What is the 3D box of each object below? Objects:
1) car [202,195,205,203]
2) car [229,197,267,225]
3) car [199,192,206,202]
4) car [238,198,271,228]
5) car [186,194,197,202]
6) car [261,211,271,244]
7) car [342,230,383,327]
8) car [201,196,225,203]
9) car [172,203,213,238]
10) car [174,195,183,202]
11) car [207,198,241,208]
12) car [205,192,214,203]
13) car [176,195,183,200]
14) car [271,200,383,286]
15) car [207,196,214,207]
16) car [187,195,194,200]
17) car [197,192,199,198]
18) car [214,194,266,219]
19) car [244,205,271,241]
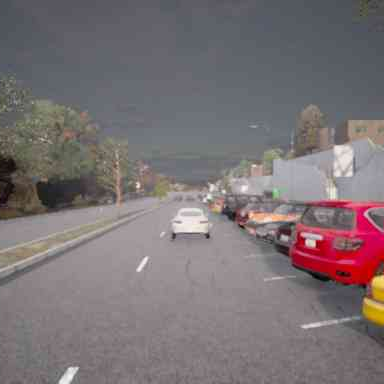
[{"bbox_3d":[4.812,1.722,59.166,4.792,1.488,2.163,1,0,-20],"label":"car"},{"bbox_3d":[4.958,1.362,20.126,4.553,1.767,2.185,1,0,-20],"label":"car"},{"bbox_3d":[4.799,1.446,62.165,5.566,2.045,2.435,1,0,-20],"label":"car"},{"bbox_3d":[5.036,1.359,17.141,4.553,1.767,2.185,1,0,-20],"label":"car"},{"bbox_3d":[-0.401,1.475,81.616,2.097,1.767,4.553,0,0,0],"label":"car"},{"bbox_3d":[5.059,1.511,11.146,4.792,1.488,2.163,1,0,-20],"label":"car"},{"bbox_3d":[5.234,1.483,5.194,5.366,1.575,1.946,1,0,-20],"label":"car"},{"bbox_3d":[4.864,1.642,77.240,5.366,1.575,1.946,1,0,-20],"label":"car"},{"bbox_3d":[-0.070,1.525,17.418,1.812,1.442,4.674,0,0,0],"label":"car"},{"bbox_3d":[-3.407,1.635,82.864,1.812,1.442,4.674,0,0,0],"label":"car"},{"bbox_3d":[4.835,1.693,50.141,4.674,1.452,2.002,1,0,-20],"label":"car"},{"bbox_3d":[4.874,1.315,38.123,5.566,2.045,2.435,1,0,-20],"label":"car"},{"bbox_3d":[-3.459,1.501,92.902,1.994,1.385,4.181,0,0,0],"label":"car"},{"bbox_3d":[5.077,1.231,8.143,5.566,2.045,2.435,1,0,-20],"label":"car"},{"bbox_3d":[4.736,1.541,35.069,5.366,1.575,1.946,1,0,-20],"label":"car"},{"bbox_3d":[-0.453,1.469,91.719,1.994,1.385,4.181,0,0,0],"label":"car"},{"bbox_3d":[4.701,1.431,71.145,5.566,2.045,2.435,1,1,-20],"label":"car"},{"bbox_3d":[4.984,1.253,26.153,5.566,2.045,2.435,1,-1,-20],"label":"car"},{"bbox_3d":[5.026,1.483,14.130,4.892,1.521,2.231,1,0,-20],"label":"car"}]
